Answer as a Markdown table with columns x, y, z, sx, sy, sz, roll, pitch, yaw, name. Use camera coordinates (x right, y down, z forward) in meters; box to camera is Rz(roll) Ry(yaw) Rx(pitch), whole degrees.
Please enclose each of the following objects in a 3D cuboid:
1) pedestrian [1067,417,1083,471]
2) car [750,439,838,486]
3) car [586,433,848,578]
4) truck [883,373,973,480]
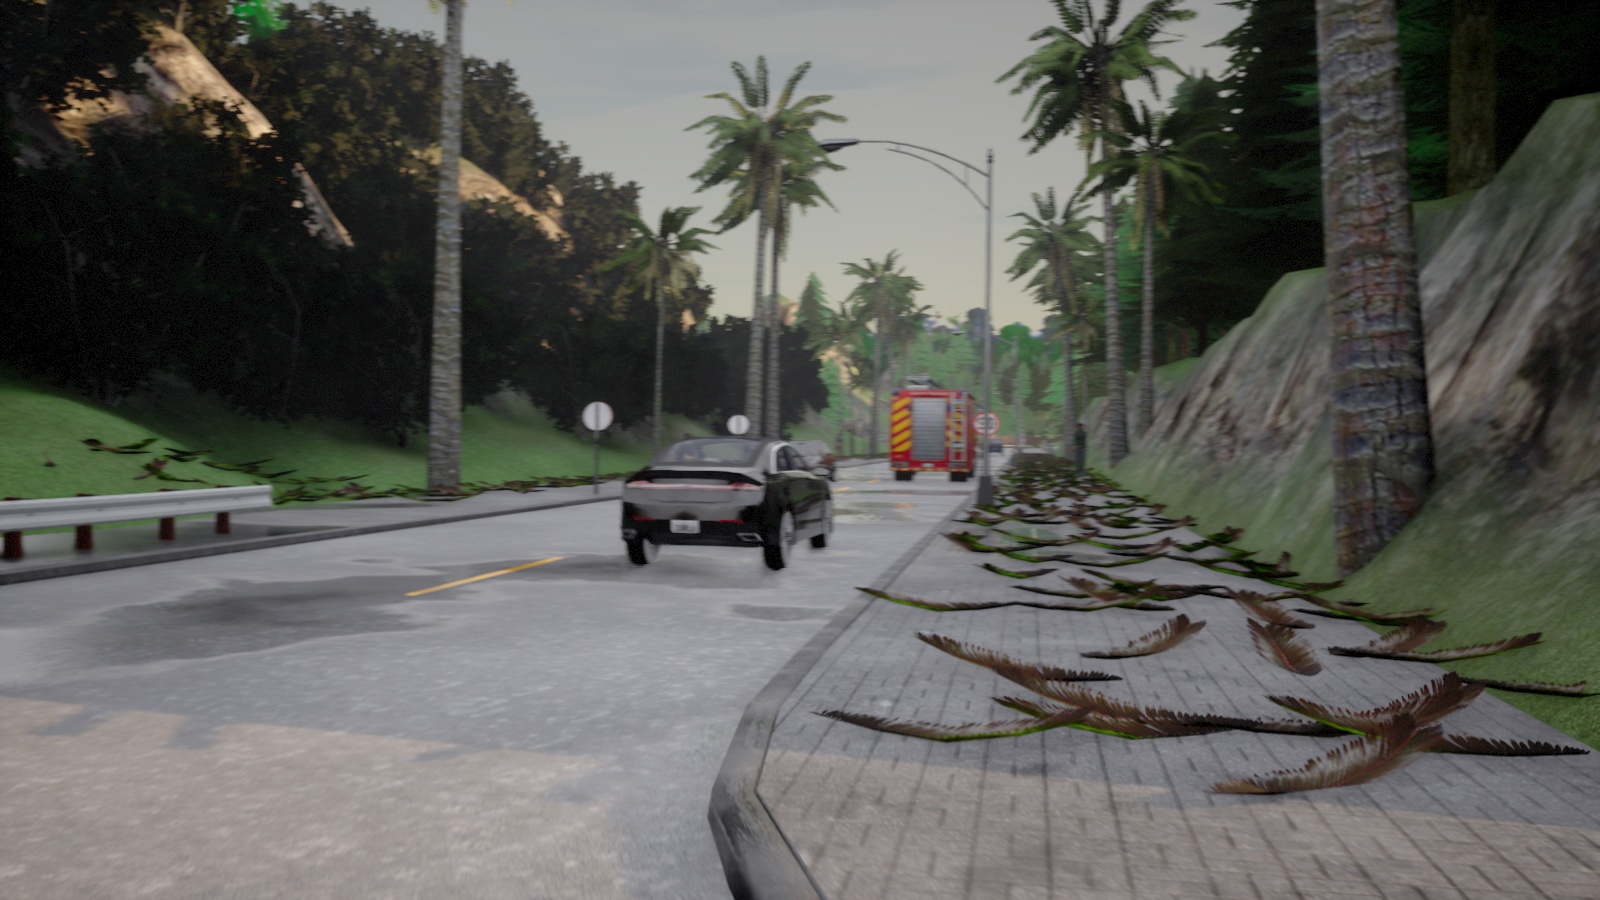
| x | y | z | sx | sy | sz | roll | pitch | yaw | name |
| --- | --- | --- | --- | --- | --- | --- | --- | --- | --- |
| 9.460 | -0.194 | 43.165 | 0.353 | 1.847 | 0.614 | 0 | 0 | -5 | pedestrian |
| -0.128 | 0.376 | 42.402 | 2.163 | 1.488 | 4.792 | 0 | 0 | 10 | car |
| -0.805 | 0.561 | 15.682 | 2.128 | 1.511 | 4.902 | 0 | 0 | 10 | car |
| 5.164 | -0.874 | 49.374 | 2.891 | 3.827 | 8.468 | 0 | 1 | 10 | truck |
